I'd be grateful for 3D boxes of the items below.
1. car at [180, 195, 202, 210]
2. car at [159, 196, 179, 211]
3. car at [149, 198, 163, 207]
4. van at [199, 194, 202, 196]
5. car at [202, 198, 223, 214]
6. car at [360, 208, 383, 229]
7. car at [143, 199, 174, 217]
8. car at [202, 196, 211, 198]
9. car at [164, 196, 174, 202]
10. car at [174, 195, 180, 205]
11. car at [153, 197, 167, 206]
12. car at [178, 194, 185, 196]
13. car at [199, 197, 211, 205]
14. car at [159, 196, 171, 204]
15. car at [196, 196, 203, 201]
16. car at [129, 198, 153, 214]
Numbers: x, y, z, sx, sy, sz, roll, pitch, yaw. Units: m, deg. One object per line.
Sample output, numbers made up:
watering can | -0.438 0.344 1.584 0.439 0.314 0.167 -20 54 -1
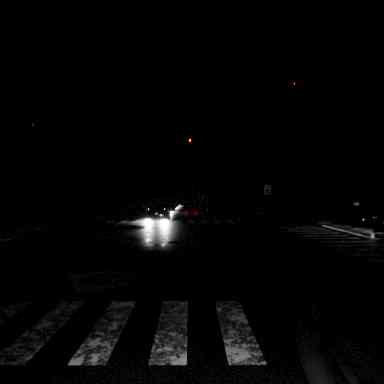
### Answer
car | -0.160 1.546 44.475 2.128 1.511 4.902 0 0 0
car | -3.097 1.614 41.978 1.994 1.385 4.181 0 0 1
car | -5.615 1.653 52.675 1.802 1.307 4.206 0 0 0
van | 2.422 1.424 58.168 1.690 1.788 3.998 0 0 0
car | 2.373 1.606 36.124 1.947 1.339 4.313 0 0 0
car | 13.042 1.457 20.633 4.892 1.490 1.837 0 0 0
car | -3.143 1.634 32.022 1.895 1.301 4.718 0 0 1
car | 2.397 1.641 47.147 1.802 1.307 4.206 0 0 0
car | -5.553 1.694 80.228 2.008 1.369 4.403 0 0 0
car | -3.075 1.633 51.962 1.994 1.385 4.181 0 0 0
car | -5.603 1.634 58.186 2.008 1.369 4.403 0 0 0
car | -3.009 1.584 62.043 2.128 1.511 4.902 0 0 1
car | 2.435 1.647 63.678 2.008 1.369 4.403 0 0 0
car | -5.578 1.552 69.207 1.967 1.590 4.097 0 0 0
car | 2.084 1.698 90.093 1.812 1.442 4.674 0 0 0
car | -5.652 1.480 36.143 1.967 1.590 4.097 0 0 0
